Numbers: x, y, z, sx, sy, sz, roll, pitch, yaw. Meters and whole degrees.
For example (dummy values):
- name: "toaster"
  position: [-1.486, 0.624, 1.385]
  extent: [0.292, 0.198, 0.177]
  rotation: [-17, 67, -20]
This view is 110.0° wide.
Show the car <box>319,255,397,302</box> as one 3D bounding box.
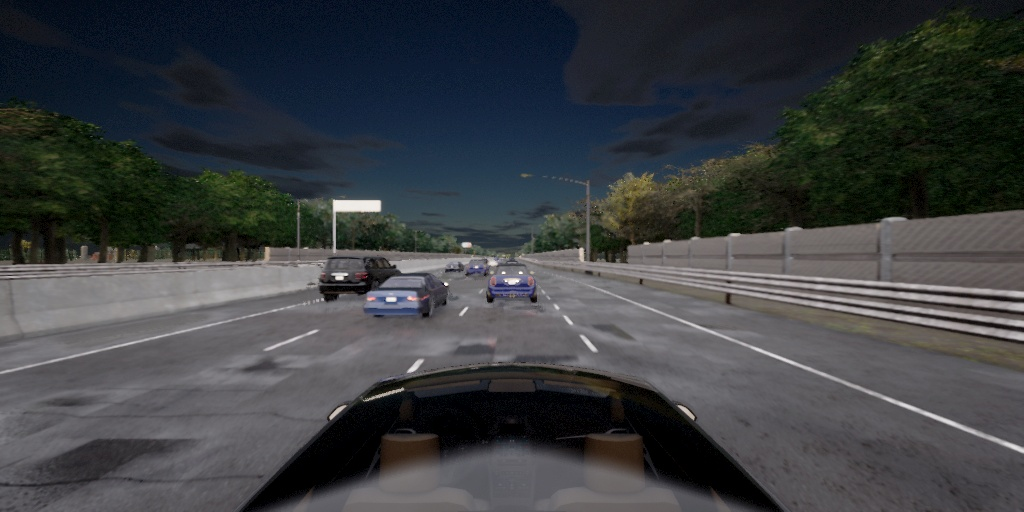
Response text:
- name: "car"
  position: [-6.995, 0.985, 17.237]
  extent: [2.150, 2.045, 5.566]
  rotation: [0, 0, 0]

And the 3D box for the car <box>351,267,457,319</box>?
- name: "car"
  position: [-3.495, 1.306, 12.895]
  extent: [2.033, 1.411, 5.357]
  rotation: [0, 0, 0]

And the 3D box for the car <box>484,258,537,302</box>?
- name: "car"
  position: [0.005, 1.114, 17.068]
  extent: [2.097, 1.767, 4.553]
  rotation: [0, 0, 0]

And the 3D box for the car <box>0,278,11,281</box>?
- name: "car"
  position: [-17.498, 1.314, 10.854]
  extent: [2.033, 1.411, 5.357]
  rotation: [0, 0, 0]

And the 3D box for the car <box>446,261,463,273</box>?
- name: "car"
  position: [-6.987, 1.336, 44.355]
  extent: [2.033, 1.411, 5.357]
  rotation: [0, 0, 0]

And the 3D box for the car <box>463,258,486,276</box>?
- name: "car"
  position: [-3.488, 1.133, 37.481]
  extent: [2.097, 1.767, 4.553]
  rotation: [0, 0, 0]
